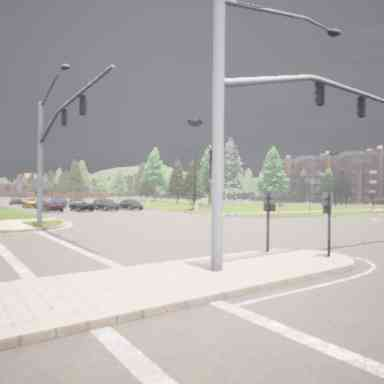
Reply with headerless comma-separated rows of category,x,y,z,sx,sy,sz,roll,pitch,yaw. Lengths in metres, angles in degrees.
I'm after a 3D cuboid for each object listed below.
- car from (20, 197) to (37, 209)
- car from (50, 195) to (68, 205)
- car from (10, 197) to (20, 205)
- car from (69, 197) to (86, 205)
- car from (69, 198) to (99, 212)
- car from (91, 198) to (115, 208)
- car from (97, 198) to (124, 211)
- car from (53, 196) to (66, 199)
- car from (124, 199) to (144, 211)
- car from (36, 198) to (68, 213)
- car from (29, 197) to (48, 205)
car,-23.532,1.602,48.961,1.882,1.535,5.008,1,-1,-36
car,-25.406,1.572,63.566,2.097,1.767,4.553,1,-1,-36
car,-31.863,1.688,60.531,1.994,1.385,4.181,1,-1,-36
car,-22.567,1.761,65.609,1.837,1.490,4.892,1,-1,-36
car,-13.692,1.775,41.384,1.895,1.301,4.718,1,-1,-36
car,-14.623,1.761,54.576,2.128,1.511,4.902,1,-1,-36
car,-11.173,1.727,43.876,1.837,1.490,4.892,1,-1,-36
car,-20.389,1.650,50.592,1.882,1.535,5.008,1,-1,-36
car,-8.439,1.775,46.070,1.837,1.490,4.892,1,-1,-36
car,-16.642,1.727,39.489,1.895,1.301,4.718,1,-1,-36
car,-28.772,1.719,62.237,2.033,1.411,5.357,1,-1,-36
